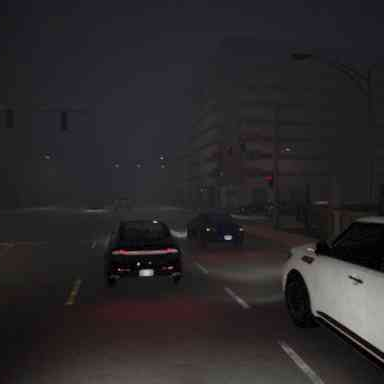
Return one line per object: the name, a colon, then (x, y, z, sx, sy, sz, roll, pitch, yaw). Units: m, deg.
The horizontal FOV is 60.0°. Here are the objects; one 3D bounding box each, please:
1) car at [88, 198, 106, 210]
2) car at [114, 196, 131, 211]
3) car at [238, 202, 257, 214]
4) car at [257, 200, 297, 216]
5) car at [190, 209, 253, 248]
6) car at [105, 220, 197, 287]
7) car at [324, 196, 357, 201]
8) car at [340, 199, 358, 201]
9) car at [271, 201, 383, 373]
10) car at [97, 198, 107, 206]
car: (-14.148, 1.910, 49.118, 1.994, 1.385, 4.181, 0, 0, -13)
car: (-9.886, 1.551, 47.341, 2.150, 2.045, 5.566, 0, 0, -14)
car: (7.459, 1.806, 37.132, 4.892, 1.490, 1.837, 0, 0, -13)
car: (9.461, 1.631, 34.012, 4.553, 1.767, 2.097, 0, 0, -13)
car: (0.971, 1.630, 15.370, 1.812, 1.442, 4.674, 0, 0, -11)
car: (-1.452, 1.560, 9.642, 2.128, 1.511, 4.902, 0, 0, -11)
car: (17.055, 1.530, 39.397, 5.566, 2.045, 2.150, 0, 0, -13)
car: (18.203, 1.811, 36.063, 4.674, 1.442, 1.812, 0, 0, -13)
car: (3.004, 1.249, 4.000, 2.150, 2.045, 5.566, 0, 0, -7)
car: (-18.591, 1.961, 68.766, 1.882, 1.535, 5.008, 0, 0, -13)
